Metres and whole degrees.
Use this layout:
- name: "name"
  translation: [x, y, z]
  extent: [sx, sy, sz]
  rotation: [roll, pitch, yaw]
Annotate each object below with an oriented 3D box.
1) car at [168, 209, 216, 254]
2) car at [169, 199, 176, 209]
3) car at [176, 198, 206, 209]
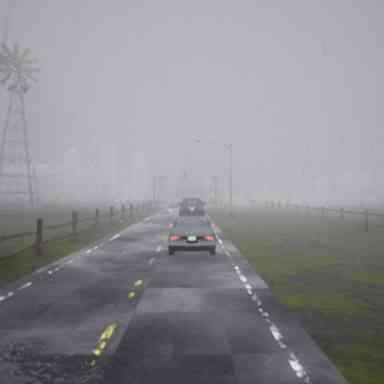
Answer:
- name: "car"
  translation: [0.001, 1.682, 14.009]
  extent: [2.033, 1.411, 5.357]
  rotation: [0, -1, 0]
- name: "car"
  translation: [-2.752, 1.900, 56.640]
  extent: [2.097, 1.767, 4.553]
  rotation: [0, 0, 0]
- name: "car"
  translation: [0.001, 1.496, 29.033]
  extent: [2.150, 2.045, 5.566]
  rotation: [0, 0, 0]
